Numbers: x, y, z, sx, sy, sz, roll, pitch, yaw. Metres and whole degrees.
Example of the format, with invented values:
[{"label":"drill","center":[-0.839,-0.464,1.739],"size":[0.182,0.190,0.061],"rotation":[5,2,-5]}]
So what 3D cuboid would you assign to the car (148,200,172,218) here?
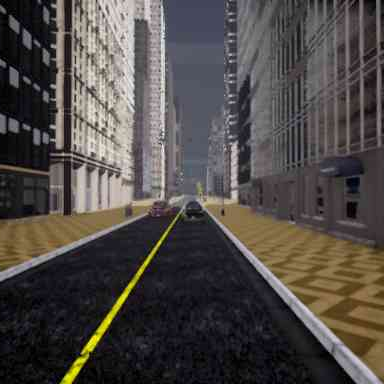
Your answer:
[{"label":"car","center":[-3.109,1.615,32.940],"size":[2.097,1.767,4.553],"rotation":[0,0,0]}]

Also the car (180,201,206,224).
[{"label":"car","center":[0.088,1.709,27.054],"size":[2.128,1.511,4.902],"rotation":[0,0,0]}]

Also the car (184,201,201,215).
[{"label":"car","center":[0.083,1.821,39.377],"size":[1.837,1.490,4.892],"rotation":[0,0,0]}]
